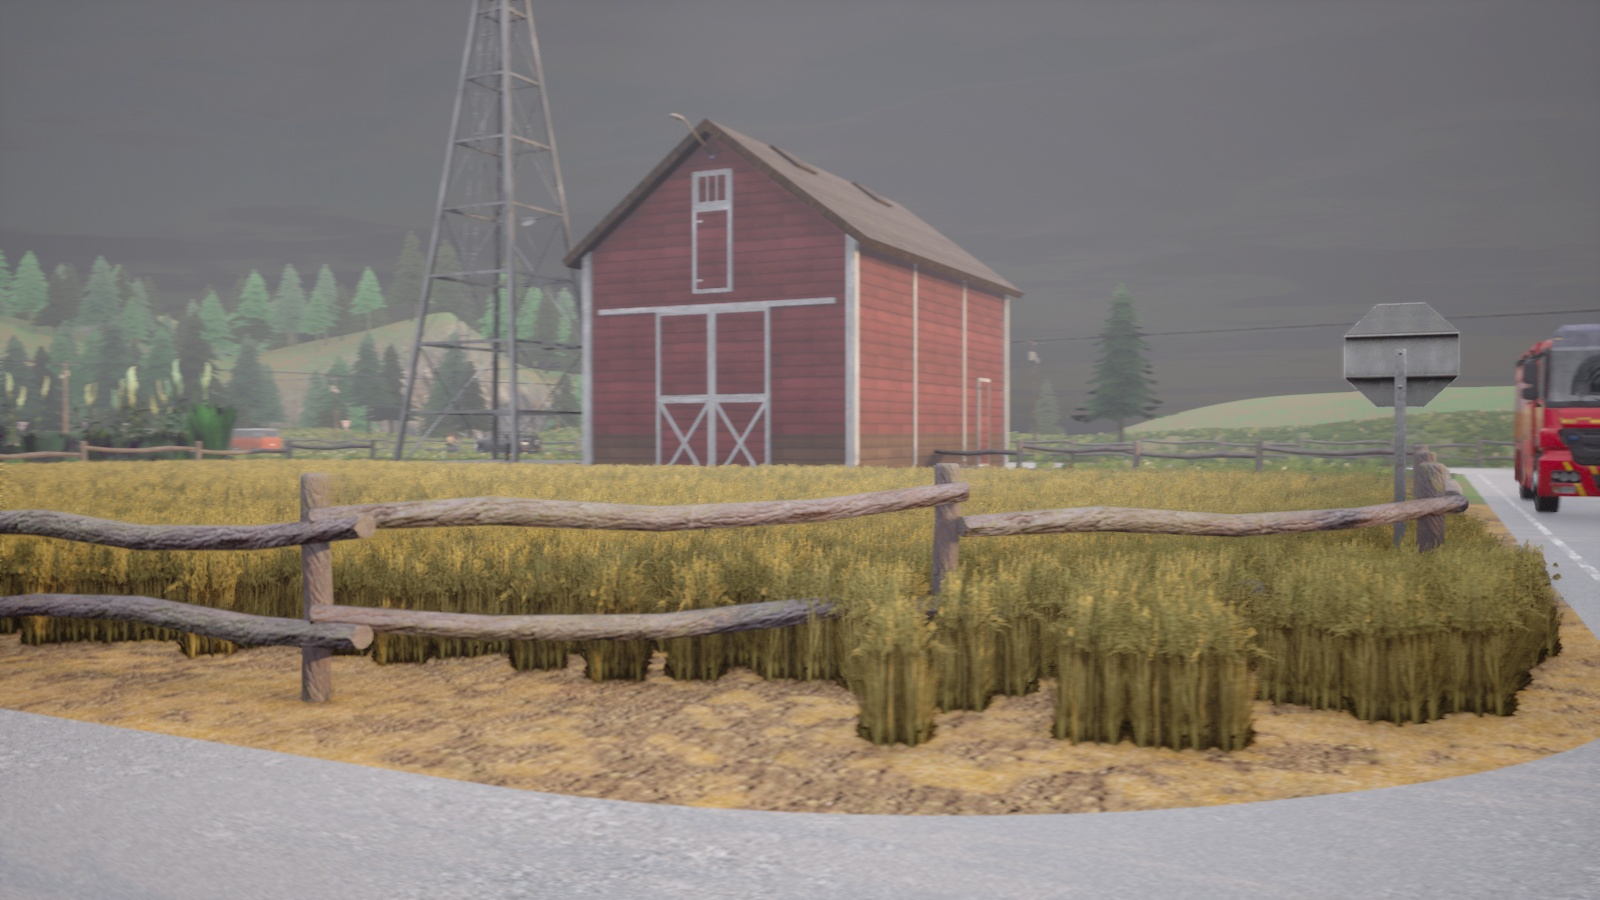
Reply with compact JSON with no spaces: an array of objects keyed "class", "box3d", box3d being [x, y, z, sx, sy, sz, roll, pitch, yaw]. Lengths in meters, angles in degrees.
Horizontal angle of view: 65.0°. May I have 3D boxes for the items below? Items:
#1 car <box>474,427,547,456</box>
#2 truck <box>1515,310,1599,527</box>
[{"class":"car","box3d":[-19.036,-0.598,82.531,4.605,1.855,1.932,1,1,32]},{"class":"truck","box3d":[16.544,-0.592,25.663,2.891,3.827,8.468,1,1,27]}]
